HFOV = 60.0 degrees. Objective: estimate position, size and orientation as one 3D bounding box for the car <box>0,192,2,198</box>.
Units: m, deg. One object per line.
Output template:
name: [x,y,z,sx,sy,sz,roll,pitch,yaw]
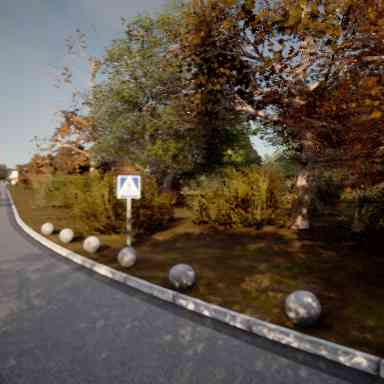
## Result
car: [-20.728,0.631,34.067,1.882,1.535,5.008,1,1,-30]
